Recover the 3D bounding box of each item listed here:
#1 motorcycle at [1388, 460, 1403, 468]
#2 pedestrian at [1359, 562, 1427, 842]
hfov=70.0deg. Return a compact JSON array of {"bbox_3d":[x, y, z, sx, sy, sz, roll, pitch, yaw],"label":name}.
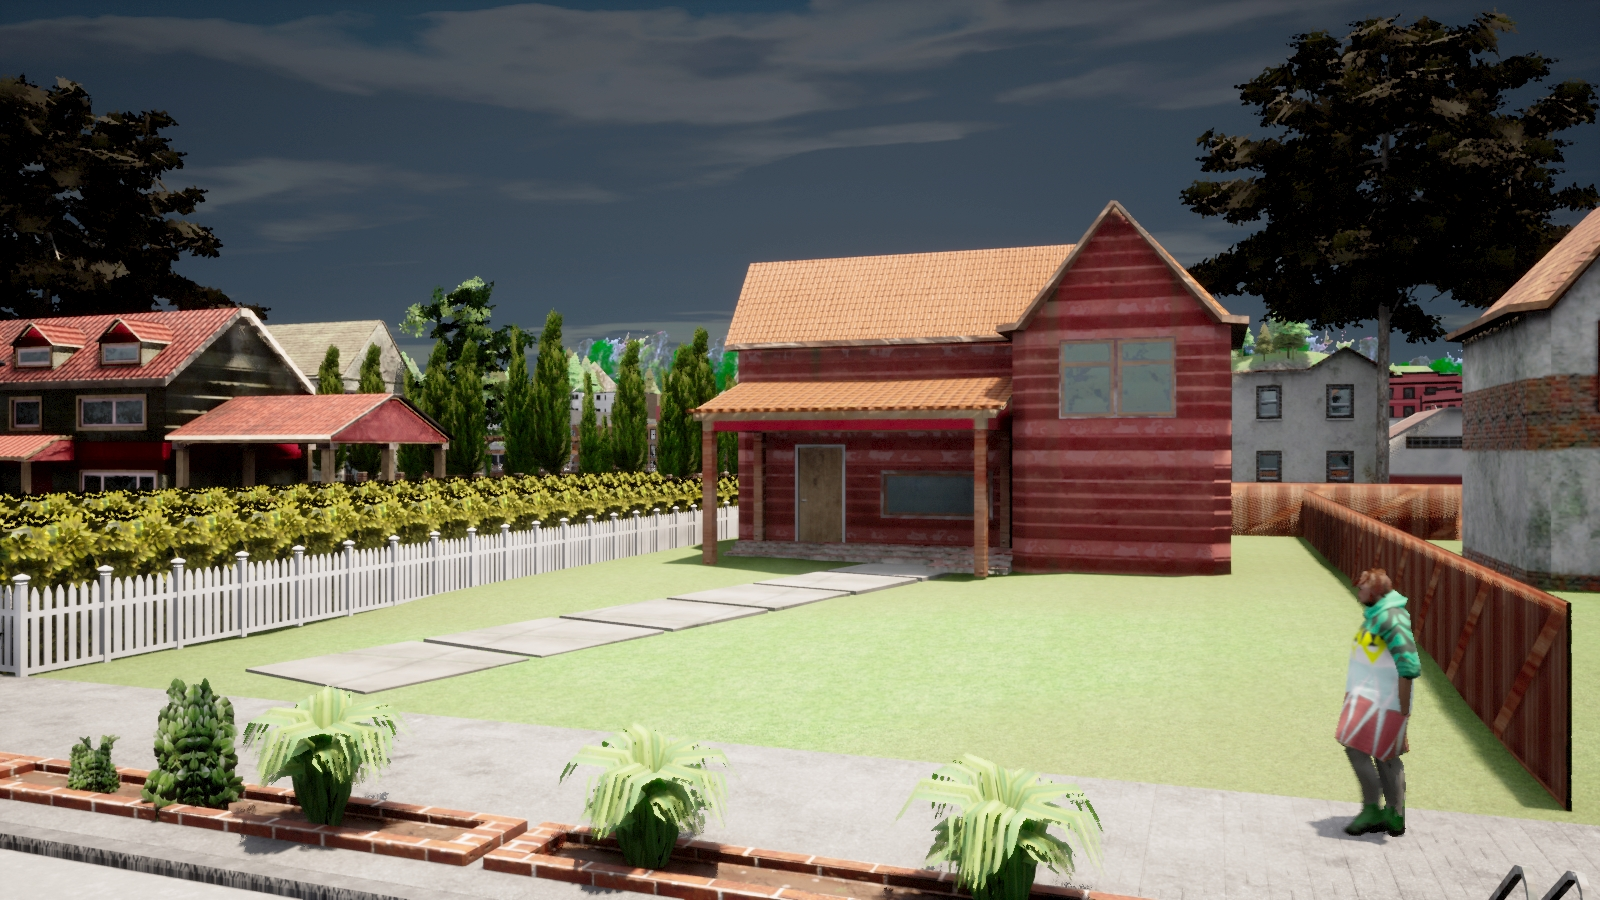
[{"bbox_3d":[94.855,2.186,182.146,2.033,1.199,0.803,0,0,20],"label":"motorcycle"},{"bbox_3d":[4.164,1.744,8.034,0.375,1.860,0.375,0,0,20],"label":"pedestrian"}]
